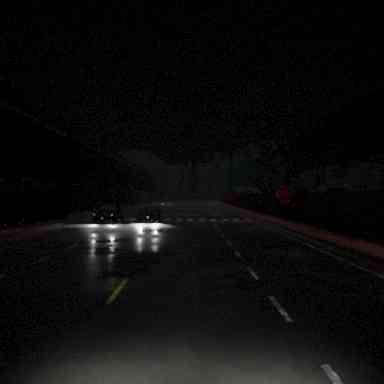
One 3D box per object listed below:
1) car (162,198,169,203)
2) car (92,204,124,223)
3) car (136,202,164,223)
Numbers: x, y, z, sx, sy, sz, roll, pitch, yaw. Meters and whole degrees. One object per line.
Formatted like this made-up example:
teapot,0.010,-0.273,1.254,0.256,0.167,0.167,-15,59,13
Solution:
car,-7.528,2.411,95.225,1.837,1.490,4.892,0,-1,-1
car,-7.005,1.798,28.248,1.812,1.442,4.674,0,-1,0
car,-3.504,1.837,28.335,1.994,1.385,4.181,0,-1,0
